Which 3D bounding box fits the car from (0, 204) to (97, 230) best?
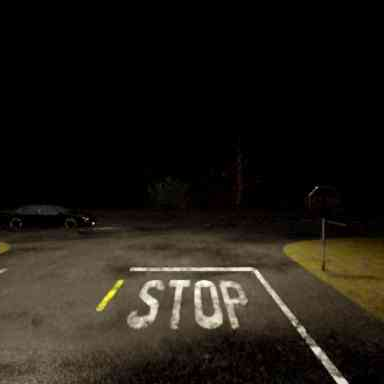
[{"bbox_3d":[-8.376,1.413,19.209,5.357,1.411,2.033,0,0,-2],"label":"car"}]
